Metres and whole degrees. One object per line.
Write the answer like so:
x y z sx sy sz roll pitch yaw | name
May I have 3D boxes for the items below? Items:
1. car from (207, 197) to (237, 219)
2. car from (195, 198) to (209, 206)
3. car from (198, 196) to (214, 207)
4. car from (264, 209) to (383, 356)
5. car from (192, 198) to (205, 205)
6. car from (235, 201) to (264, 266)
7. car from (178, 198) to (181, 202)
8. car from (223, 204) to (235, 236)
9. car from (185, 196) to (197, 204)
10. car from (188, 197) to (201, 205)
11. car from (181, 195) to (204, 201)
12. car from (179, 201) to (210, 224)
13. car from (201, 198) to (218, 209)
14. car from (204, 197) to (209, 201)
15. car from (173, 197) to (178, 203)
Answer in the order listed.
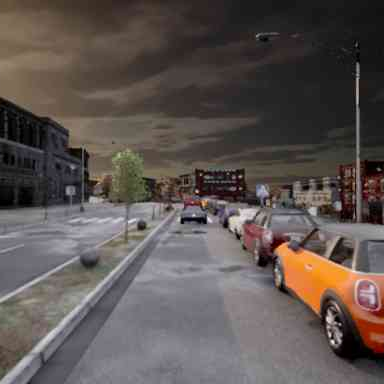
2.999 1.576 33.886 2.231 1.521 4.892 0 0 0 | car
1.803 1.849 61.715 2.163 1.488 4.792 0 -1 -5 | car
2.299 1.638 56.010 2.185 1.767 4.553 0 -1 -4 | car
2.998 1.366 6.255 2.185 1.767 4.553 0 0 0 | car
1.220 1.914 67.204 2.002 1.452 4.674 0 -1 -6 | car
2.998 1.379 11.775 2.185 1.767 4.553 0 0 0 | car
-1.246 1.849 83.688 2.435 2.045 5.566 0 -1 -10 | car
2.998 1.562 17.451 2.002 1.452 4.674 0 0 0 | car
-0.308 1.878 78.156 2.185 1.767 4.553 0 -1 -9 | car
0.532 1.929 72.581 2.231 1.521 4.892 0 -1 -7 | car
-0.018 1.375 42.709 2.150 2.045 5.566 0 -1 -1 | car
0.110 1.631 25.723 1.994 1.385 4.181 0 0 0 | car
2.647 1.710 50.496 2.097 1.535 5.008 0 -1 -2 | car
2.878 1.696 44.953 2.002 1.452 4.674 0 -1 -1 | car
-3.469 2.399 94.499 2.002 1.452 4.674 0 -2 -12 | car
